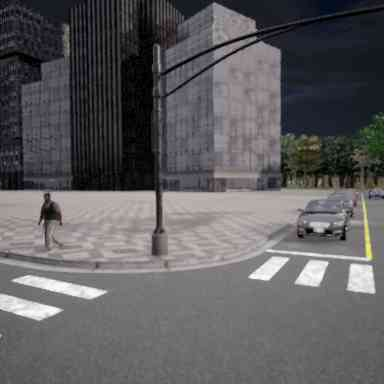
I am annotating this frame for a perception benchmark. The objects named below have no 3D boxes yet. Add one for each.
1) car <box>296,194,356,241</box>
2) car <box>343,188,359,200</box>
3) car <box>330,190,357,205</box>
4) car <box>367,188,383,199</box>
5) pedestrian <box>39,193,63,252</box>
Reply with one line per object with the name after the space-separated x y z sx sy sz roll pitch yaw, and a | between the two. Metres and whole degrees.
5.784 1.071 14.422 2.128 1.511 4.902 0 2 27 | car
14.295 0.561 31.027 1.882 1.535 5.008 0 2 27 | car
9.974 0.840 22.626 1.837 1.490 4.892 0 2 27 | car
24.819 0.182 44.860 2.033 1.411 5.357 0 2 27 | car
-4.278 0.857 10.097 0.375 1.860 0.375 0 2 28 | pedestrian
